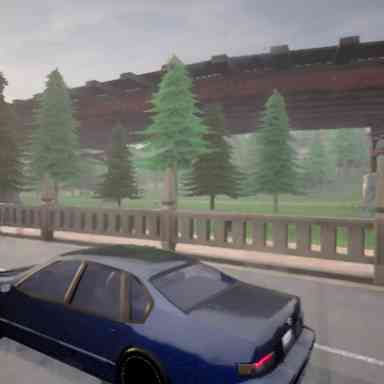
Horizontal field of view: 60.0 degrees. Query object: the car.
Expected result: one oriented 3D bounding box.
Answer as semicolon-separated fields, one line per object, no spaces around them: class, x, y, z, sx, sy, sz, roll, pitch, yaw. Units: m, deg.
car;-1.150;1.506;4.717;5.357;1.411;2.033;0;0;32
